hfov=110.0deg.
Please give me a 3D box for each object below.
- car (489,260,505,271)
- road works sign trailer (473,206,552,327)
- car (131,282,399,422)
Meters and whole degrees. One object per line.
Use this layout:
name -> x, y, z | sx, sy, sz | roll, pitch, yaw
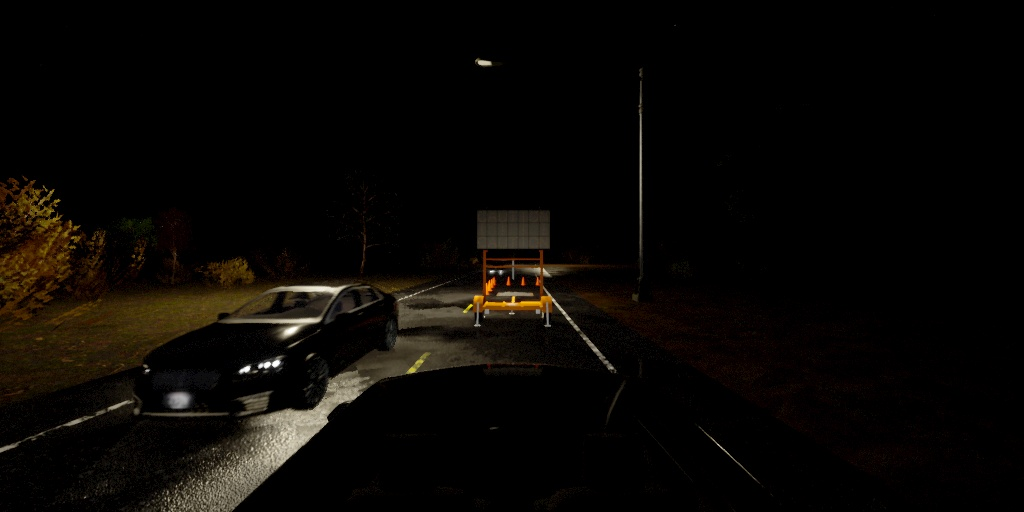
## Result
car -> -2.073, 1.289, 50.834 | 2.033, 1.411, 5.357 | 0, 0, 3
road works sign trailer -> 0.039, 0.214, 11.580 | 2.380, 3.560, 2.880 | 0, 0, 1
car -> -3.460, 1.241, 6.190 | 2.128, 1.511, 4.902 | 0, 0, 0
